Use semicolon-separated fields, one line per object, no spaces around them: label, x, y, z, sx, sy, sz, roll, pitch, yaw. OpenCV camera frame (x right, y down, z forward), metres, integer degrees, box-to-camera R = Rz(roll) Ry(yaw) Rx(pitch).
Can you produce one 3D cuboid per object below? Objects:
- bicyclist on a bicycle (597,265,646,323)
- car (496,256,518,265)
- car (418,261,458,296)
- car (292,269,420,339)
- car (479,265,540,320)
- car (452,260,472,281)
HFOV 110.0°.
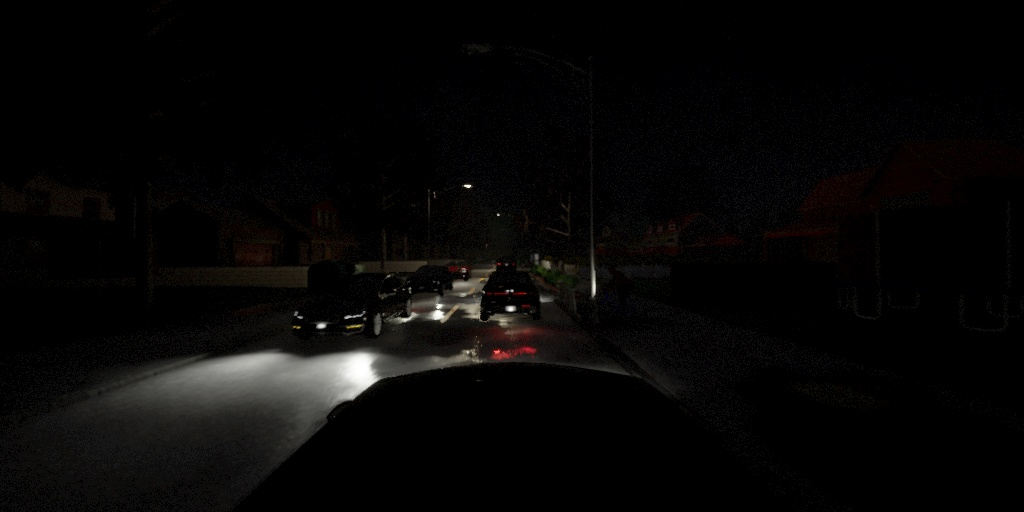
bicyclist on a bicycle;2.958;1.079;10.082;1.656;1.620;0.582;0;-2;-2
car;-0.584;0.980;39.073;2.150;2.045;5.566;0;0;-1
car;-4.410;1.260;19.818;1.882;1.535;5.008;0;0;-1
car;-4.236;1.286;10.310;1.837;1.490;4.892;0;0;-1
car;-0.082;1.256;12.661;1.837;1.490;4.892;0;0;-1
car;-4.587;1.136;30.121;2.097;1.767;4.553;0;0;-1
